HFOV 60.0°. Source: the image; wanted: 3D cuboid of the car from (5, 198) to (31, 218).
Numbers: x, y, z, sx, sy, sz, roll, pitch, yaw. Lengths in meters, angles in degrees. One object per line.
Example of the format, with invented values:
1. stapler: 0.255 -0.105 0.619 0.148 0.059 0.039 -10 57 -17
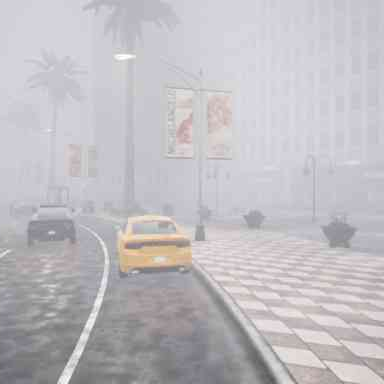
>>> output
1. car: -15.219 1.514 30.012 1.812 1.442 4.674 0 0 -37

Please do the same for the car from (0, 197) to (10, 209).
1. car: -25.310 1.544 42.875 1.994 1.385 4.181 0 0 -38

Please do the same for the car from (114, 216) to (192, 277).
1. car: -1.364 1.477 10.428 1.882 1.535 5.008 0 0 -14

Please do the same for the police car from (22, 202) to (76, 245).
1. police car: -6.568 1.421 15.744 1.930 1.638 5.238 0 0 -21
